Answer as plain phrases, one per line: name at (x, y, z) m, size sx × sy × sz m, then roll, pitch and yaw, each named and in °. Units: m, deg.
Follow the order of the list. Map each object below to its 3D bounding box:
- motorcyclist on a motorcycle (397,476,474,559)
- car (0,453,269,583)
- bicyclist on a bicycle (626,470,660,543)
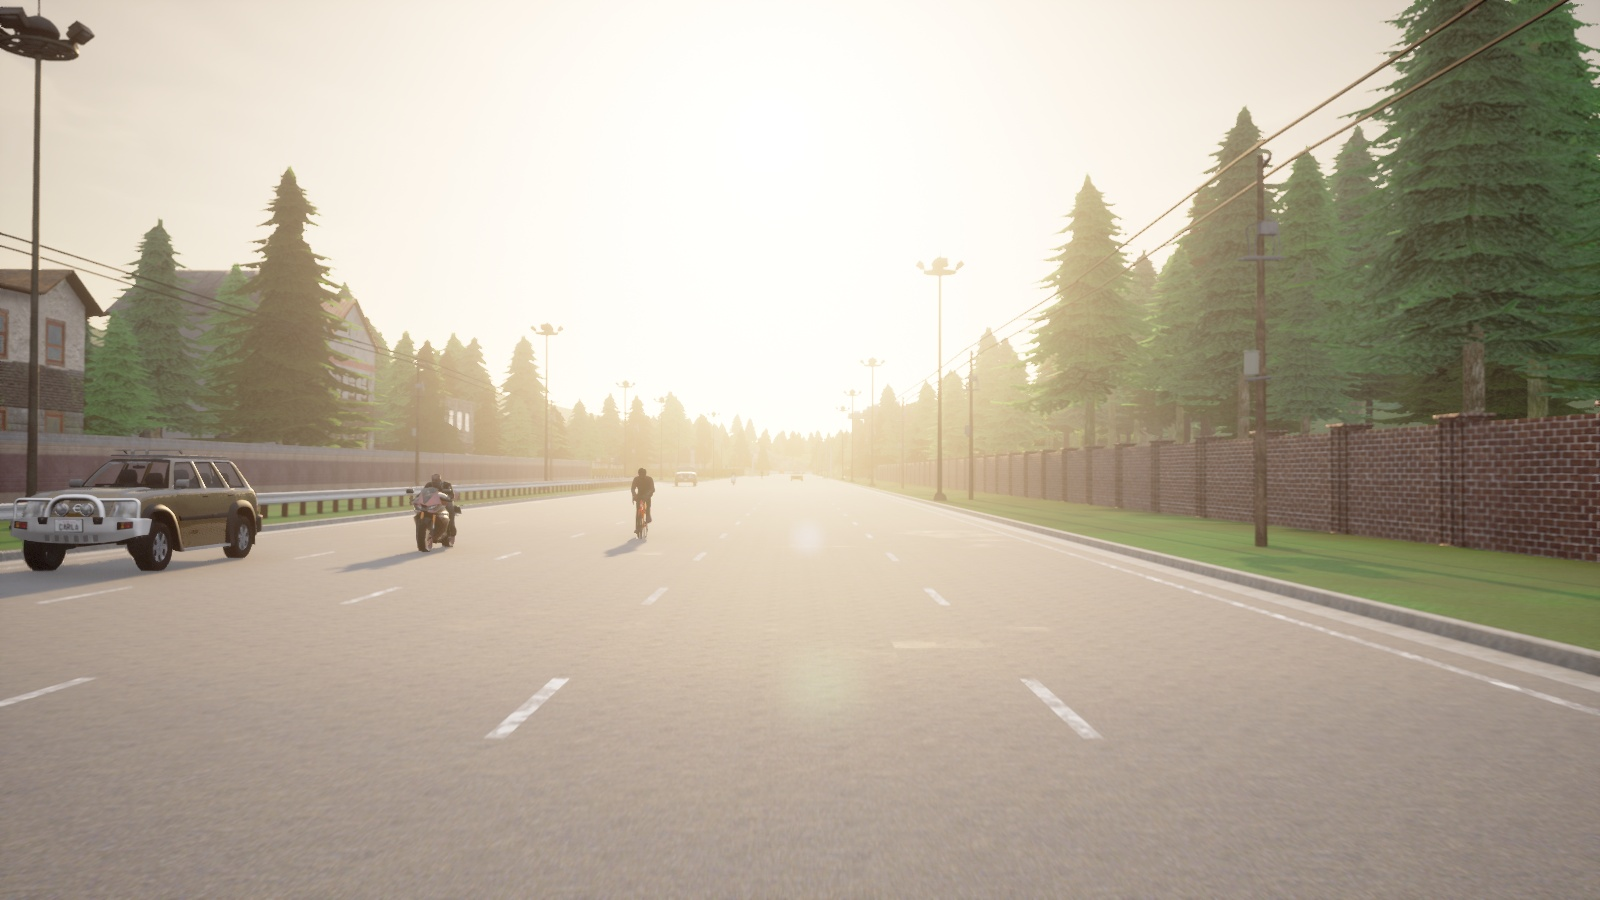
motorcyclist on a motorcycle at (-7.059, 1.287, 24.458) m, size 0.866 × 1.530 × 2.191 m, roll 0°, pitch -1°, yaw 0°
car at (-10.550, 1.015, 20.383) m, size 1.932 × 1.855 × 4.605 m, roll 0°, pitch -1°, yaw 0°
bicyclist on a bicycle at (-3.569, 1.261, 28.618) m, size 0.582 × 1.620 × 1.656 m, roll 0°, pitch -1°, yaw 0°
